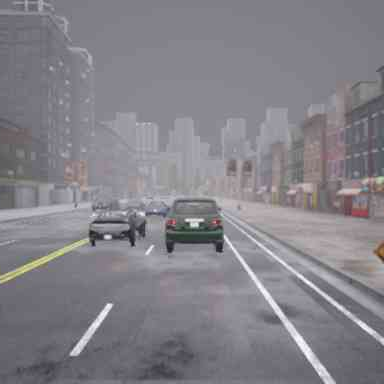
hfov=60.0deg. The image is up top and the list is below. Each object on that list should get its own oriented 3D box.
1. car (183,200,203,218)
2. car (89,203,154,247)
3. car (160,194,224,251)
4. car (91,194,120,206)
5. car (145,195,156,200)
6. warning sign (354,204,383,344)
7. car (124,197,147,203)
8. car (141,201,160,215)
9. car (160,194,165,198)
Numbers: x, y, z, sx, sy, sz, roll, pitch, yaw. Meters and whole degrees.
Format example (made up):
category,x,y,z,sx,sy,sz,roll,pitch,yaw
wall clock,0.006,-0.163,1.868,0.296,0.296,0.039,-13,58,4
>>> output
category,x,y,z,sx,sy,sz,roll,pitch,yaw
car,0.092,1.508,31.212,1.812,1.442,4.674,0,0,0
car,-3.159,1.478,14.934,2.128,1.511,4.902,0,0,0
car,0.093,1.210,14.063,2.150,2.045,5.566,0,0,0
car,-9.849,1.209,38.353,2.150,2.045,5.566,0,0,0
car,-9.758,1.304,78.922,1.895,1.301,4.718,0,0,0
warning sign,3.219,1.111,4.743,1.300,1.860,1.060,0,0,0
car,-6.598,1.494,38.230,1.837,1.490,4.892,0,0,0
car,-3.159,1.546,30.703,1.994,1.385,4.181,0,0,0
car,-6.508,1.064,78.983,2.097,1.767,4.553,0,0,0
